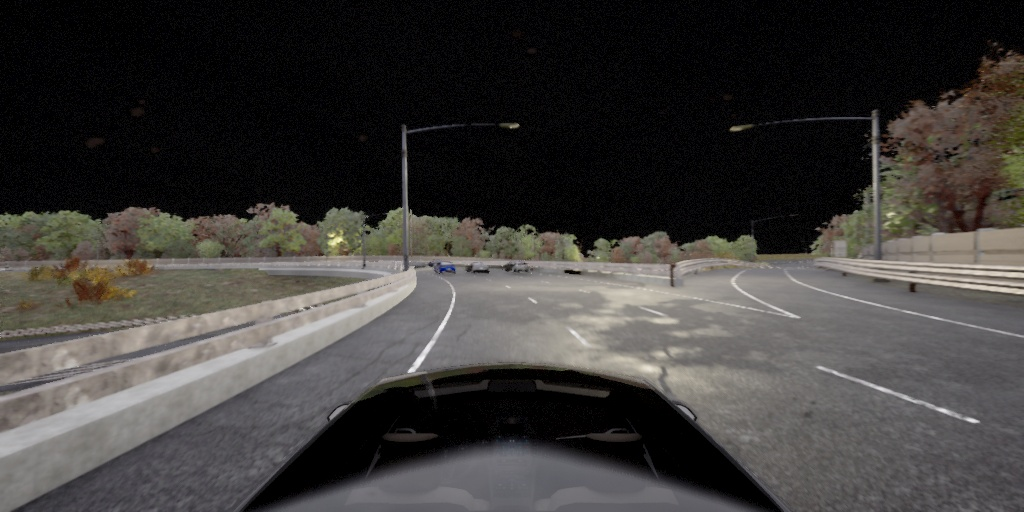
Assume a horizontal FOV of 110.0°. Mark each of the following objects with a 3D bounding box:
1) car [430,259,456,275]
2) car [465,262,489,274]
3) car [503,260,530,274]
[{"bbox_3d":[-8.125,1.375,43.102,1.882,1.535,5.008,-1,0,-22],"label":"car"},{"bbox_3d":[-4.220,1.388,42.679,1.994,1.385,4.181,-1,0,-22],"label":"car"},{"bbox_3d":[0.394,1.230,40.425,2.128,1.511,4.902,-1,0,-20],"label":"car"}]
